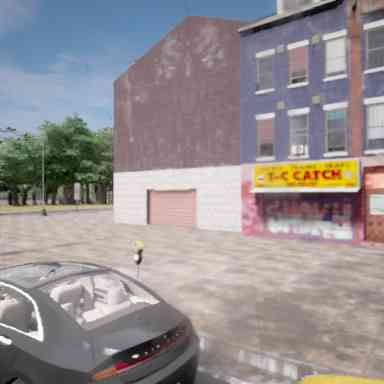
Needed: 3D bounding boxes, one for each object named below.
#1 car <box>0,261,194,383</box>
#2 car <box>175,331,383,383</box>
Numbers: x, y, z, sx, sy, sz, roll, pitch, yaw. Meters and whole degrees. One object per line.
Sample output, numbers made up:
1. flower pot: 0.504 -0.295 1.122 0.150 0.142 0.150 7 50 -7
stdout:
1. car: -1.975 1.578 4.216 4.403 1.369 2.008 0 0 35
2. car: 2.402 1.516 1.098 4.829 1.417 1.752 0 0 35
